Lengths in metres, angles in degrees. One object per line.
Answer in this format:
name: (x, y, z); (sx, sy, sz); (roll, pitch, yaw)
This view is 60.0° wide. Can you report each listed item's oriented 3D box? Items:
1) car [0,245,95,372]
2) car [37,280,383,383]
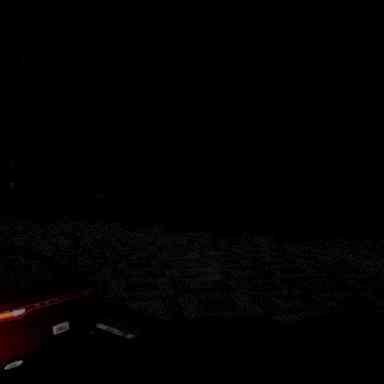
car: (-3.432, 1.545, 5.399); (4.507, 1.381, 1.887); (0, 0, 35)
car: (1.163, 1.545, 2.136); (4.507, 1.381, 1.887); (0, 0, 35)
